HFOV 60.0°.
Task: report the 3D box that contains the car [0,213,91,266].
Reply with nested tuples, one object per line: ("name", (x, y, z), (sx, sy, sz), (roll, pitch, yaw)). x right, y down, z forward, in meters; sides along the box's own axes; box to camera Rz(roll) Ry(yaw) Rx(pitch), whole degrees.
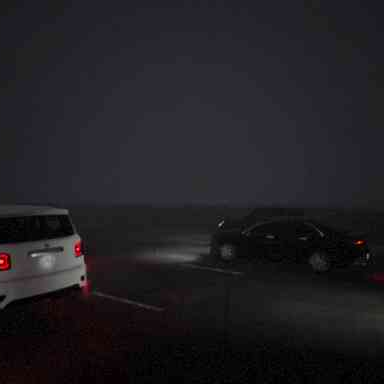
("car", (-6.084, 1.648, 12.629), (4.674, 1.442, 1.812), (-1, 0, 35))

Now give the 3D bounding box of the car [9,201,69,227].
("car", (-11.632, 1.593, 25.181), (4.553, 1.767, 2.097), (-1, 0, 35))

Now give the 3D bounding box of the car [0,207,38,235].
("car", (-12.310, 1.772, 21.367), (5.357, 1.411, 2.033), (-1, 0, 35))

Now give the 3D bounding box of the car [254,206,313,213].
("car", (3.326, 1.408, 14.516), (4.553, 1.767, 2.097), (-1, 0, 35))

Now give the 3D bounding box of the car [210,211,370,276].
("car", (2.855, 1.541, 10.552), (4.892, 1.490, 1.837), (-1, 0, 35))

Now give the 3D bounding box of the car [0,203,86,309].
("car", (-4.702, 1.302, 7.344), (5.566, 2.045, 2.150), (-1, 0, 36))
